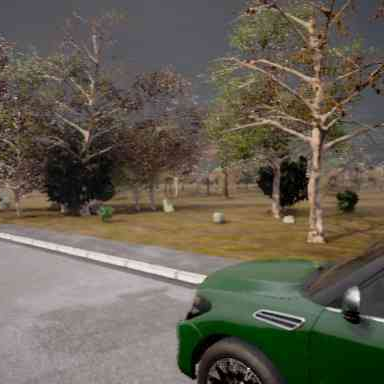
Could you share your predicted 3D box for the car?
[{"bbox_3d":[2.393,1.186,2.493,5.566,2.045,2.150,1,1,41],"label":"car"}]
